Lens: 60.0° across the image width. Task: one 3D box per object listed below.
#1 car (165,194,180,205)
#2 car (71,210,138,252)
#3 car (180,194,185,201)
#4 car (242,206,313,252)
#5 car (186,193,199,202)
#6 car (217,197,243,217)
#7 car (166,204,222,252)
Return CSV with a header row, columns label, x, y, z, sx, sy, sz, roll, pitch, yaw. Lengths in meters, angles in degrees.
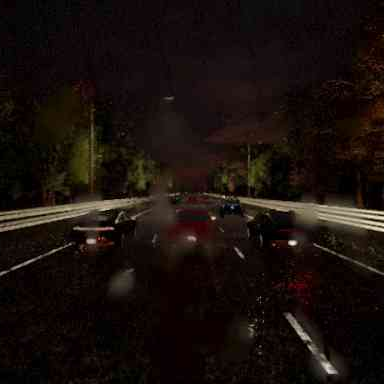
label,x,y,z,sx,sy,sz,roll,pitch,yaw
car,-3.495,1.477,57.054,1.882,1.535,5.008,0,0,0
car,-3.500,1.498,13.985,2.128,1.511,4.902,0,0,0
car,-3.492,1.520,81.094,2.033,1.411,5.357,0,0,0
car,3.500,1.513,13.975,1.837,1.490,4.892,0,0,0
car,0.007,1.465,73.054,1.882,1.535,5.008,0,0,0
car,3.502,1.357,30.947,2.097,1.767,4.553,0,0,0
car,0.000,1.484,13.998,1.882,1.535,5.008,0,0,0
